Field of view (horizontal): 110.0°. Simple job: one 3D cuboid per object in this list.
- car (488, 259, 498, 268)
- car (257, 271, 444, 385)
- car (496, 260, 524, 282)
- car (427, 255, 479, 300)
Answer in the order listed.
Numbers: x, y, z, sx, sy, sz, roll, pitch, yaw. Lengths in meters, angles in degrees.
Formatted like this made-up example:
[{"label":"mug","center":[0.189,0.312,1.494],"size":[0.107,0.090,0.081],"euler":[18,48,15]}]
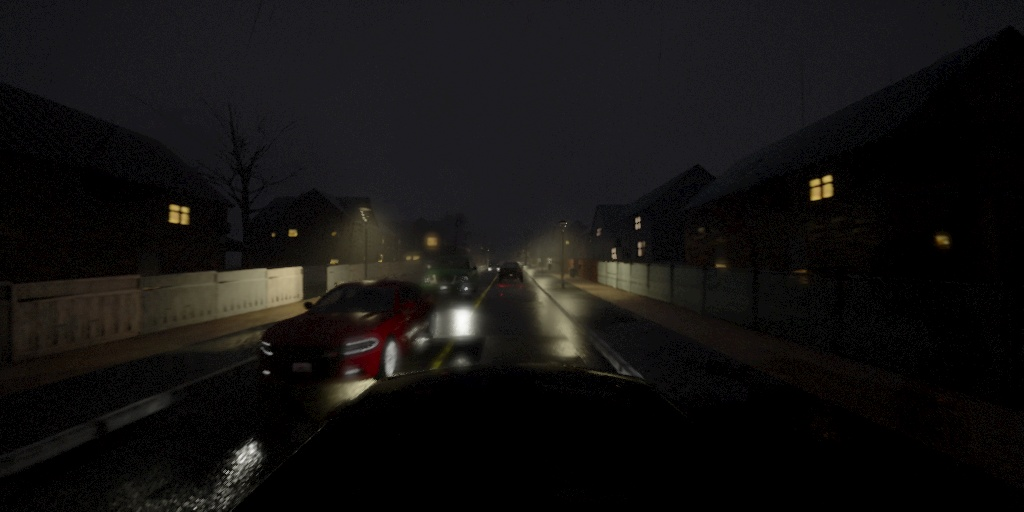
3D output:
[{"label":"car","center":[-3.064,1.288,63.009],"size":[1.882,1.535,5.008],"euler":[0,0,0]},{"label":"car","center":[-2.865,1.239,7.363],"size":[1.882,1.535,5.008],"euler":[0,0,0]},{"label":"car","center":[-0.062,1.250,29.003],"size":[1.882,1.535,5.008],"euler":[0,0,0]},{"label":"car","center":[-2.908,0.992,18.106],"size":[2.150,2.045,5.566],"euler":[0,0,0]}]
